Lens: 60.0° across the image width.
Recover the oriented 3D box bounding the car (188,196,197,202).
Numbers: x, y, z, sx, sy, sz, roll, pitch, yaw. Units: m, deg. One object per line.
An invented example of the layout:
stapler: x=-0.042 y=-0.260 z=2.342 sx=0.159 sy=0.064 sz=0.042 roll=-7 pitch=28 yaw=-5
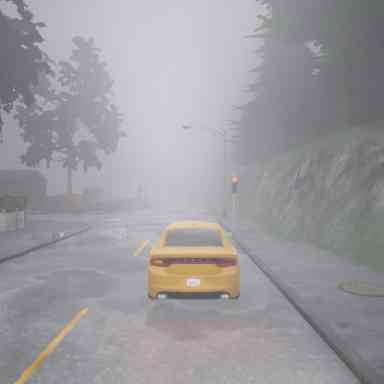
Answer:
car: x=0.017 y=1.507 z=71.017 sx=1.895 sy=1.301 sz=4.718 roll=0 pitch=0 yaw=0

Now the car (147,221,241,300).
car: x=0.050 y=1.478 z=8.484 sx=1.882 sy=1.535 sz=5.008 roll=0 pitch=0 yaw=1
